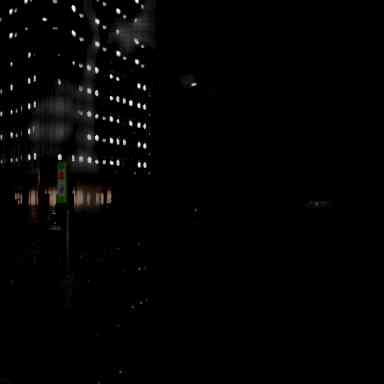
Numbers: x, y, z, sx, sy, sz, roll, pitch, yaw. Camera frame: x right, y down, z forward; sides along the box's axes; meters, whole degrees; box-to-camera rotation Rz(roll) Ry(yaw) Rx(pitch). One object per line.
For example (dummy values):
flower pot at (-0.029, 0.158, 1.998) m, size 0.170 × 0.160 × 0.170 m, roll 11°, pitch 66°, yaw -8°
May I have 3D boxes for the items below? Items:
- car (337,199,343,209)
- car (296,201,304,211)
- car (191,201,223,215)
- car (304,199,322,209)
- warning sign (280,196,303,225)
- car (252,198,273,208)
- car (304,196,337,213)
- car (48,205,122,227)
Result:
car at (21.955, 1.815, 51.034) m, size 1.882 × 1.535 × 5.008 m, roll 0°, pitch 0°, yaw 31°
car at (14.161, 1.899, 44.655) m, size 1.895 × 1.301 × 4.718 m, roll 0°, pitch -1°, yaw 33°
car at (1.766, 1.742, 38.021) m, size 2.128 × 1.511 × 4.902 m, roll 0°, pitch -1°, yaw 34°
car at (19.176, 1.878, 52.719) m, size 1.812 × 1.442 × 4.674 m, roll 0°, pitch 0°, yaw 31°
warning sign at (6.859, 1.250, 22.931) m, size 1.300 × 1.860 × 1.060 m, roll 0°, pitch 0°, yaw 34°
car at (11.031, 1.636, 51.896) m, size 1.882 × 1.535 × 5.008 m, roll 0°, pitch 0°, yaw 32°
car at (16.446, 1.500, 42.214) m, size 2.150 × 2.045 × 5.566 m, roll 0°, pitch -1°, yaw 34°
car at (-7.602, 1.692, 24.288) m, size 2.033 × 1.411 × 5.357 m, roll 0°, pitch -1°, yaw 34°
